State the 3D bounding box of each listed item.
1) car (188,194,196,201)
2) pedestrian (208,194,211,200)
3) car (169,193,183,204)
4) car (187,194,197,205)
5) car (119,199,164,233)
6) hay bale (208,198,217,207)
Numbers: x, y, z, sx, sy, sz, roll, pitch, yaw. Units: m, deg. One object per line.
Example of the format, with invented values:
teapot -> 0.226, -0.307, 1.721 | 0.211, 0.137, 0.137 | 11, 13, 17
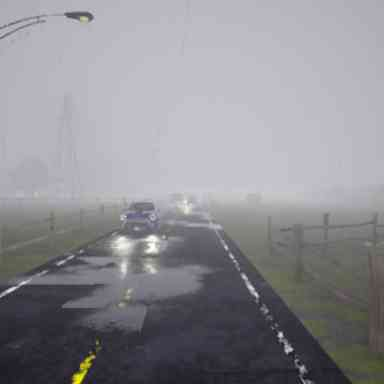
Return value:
car -> -0.039, 1.257, 78.942 | 1.882, 1.535, 5.008 | 0, 0, 0
pedestrian -> 2.799, 1.232, 52.018 | 0.375, 1.860, 0.375 | -1, 1, 4
car -> -2.815, 1.154, 60.116 | 2.150, 2.045, 5.566 | 0, 0, 1
car -> -0.029, 1.477, 59.235 | 2.033, 1.411, 5.357 | 0, 0, 0
car -> -2.857, 1.319, 19.481 | 2.097, 1.767, 4.553 | 0, 0, 0
hay bale -> 3.112, 1.589, 50.905 | 1.220, 1.180, 1.240 | 1, 1, 0
